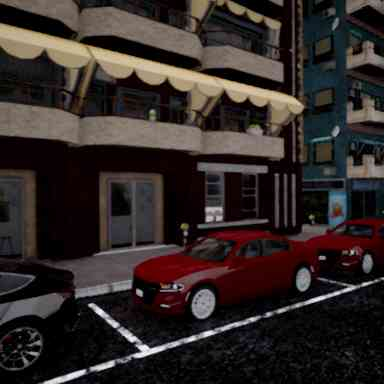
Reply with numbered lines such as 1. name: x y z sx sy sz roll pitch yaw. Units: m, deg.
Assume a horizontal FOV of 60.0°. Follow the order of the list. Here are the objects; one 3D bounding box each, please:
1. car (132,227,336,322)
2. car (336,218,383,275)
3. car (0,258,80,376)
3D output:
1. car: 0.903 1.547 7.213 4.507 1.381 1.887 0 -1 -35
2. car: 5.400 1.550 10.421 4.507 1.381 1.887 0 -1 -35
3. car: -3.594 1.566 4.005 4.313 1.339 1.947 0 -1 -35
